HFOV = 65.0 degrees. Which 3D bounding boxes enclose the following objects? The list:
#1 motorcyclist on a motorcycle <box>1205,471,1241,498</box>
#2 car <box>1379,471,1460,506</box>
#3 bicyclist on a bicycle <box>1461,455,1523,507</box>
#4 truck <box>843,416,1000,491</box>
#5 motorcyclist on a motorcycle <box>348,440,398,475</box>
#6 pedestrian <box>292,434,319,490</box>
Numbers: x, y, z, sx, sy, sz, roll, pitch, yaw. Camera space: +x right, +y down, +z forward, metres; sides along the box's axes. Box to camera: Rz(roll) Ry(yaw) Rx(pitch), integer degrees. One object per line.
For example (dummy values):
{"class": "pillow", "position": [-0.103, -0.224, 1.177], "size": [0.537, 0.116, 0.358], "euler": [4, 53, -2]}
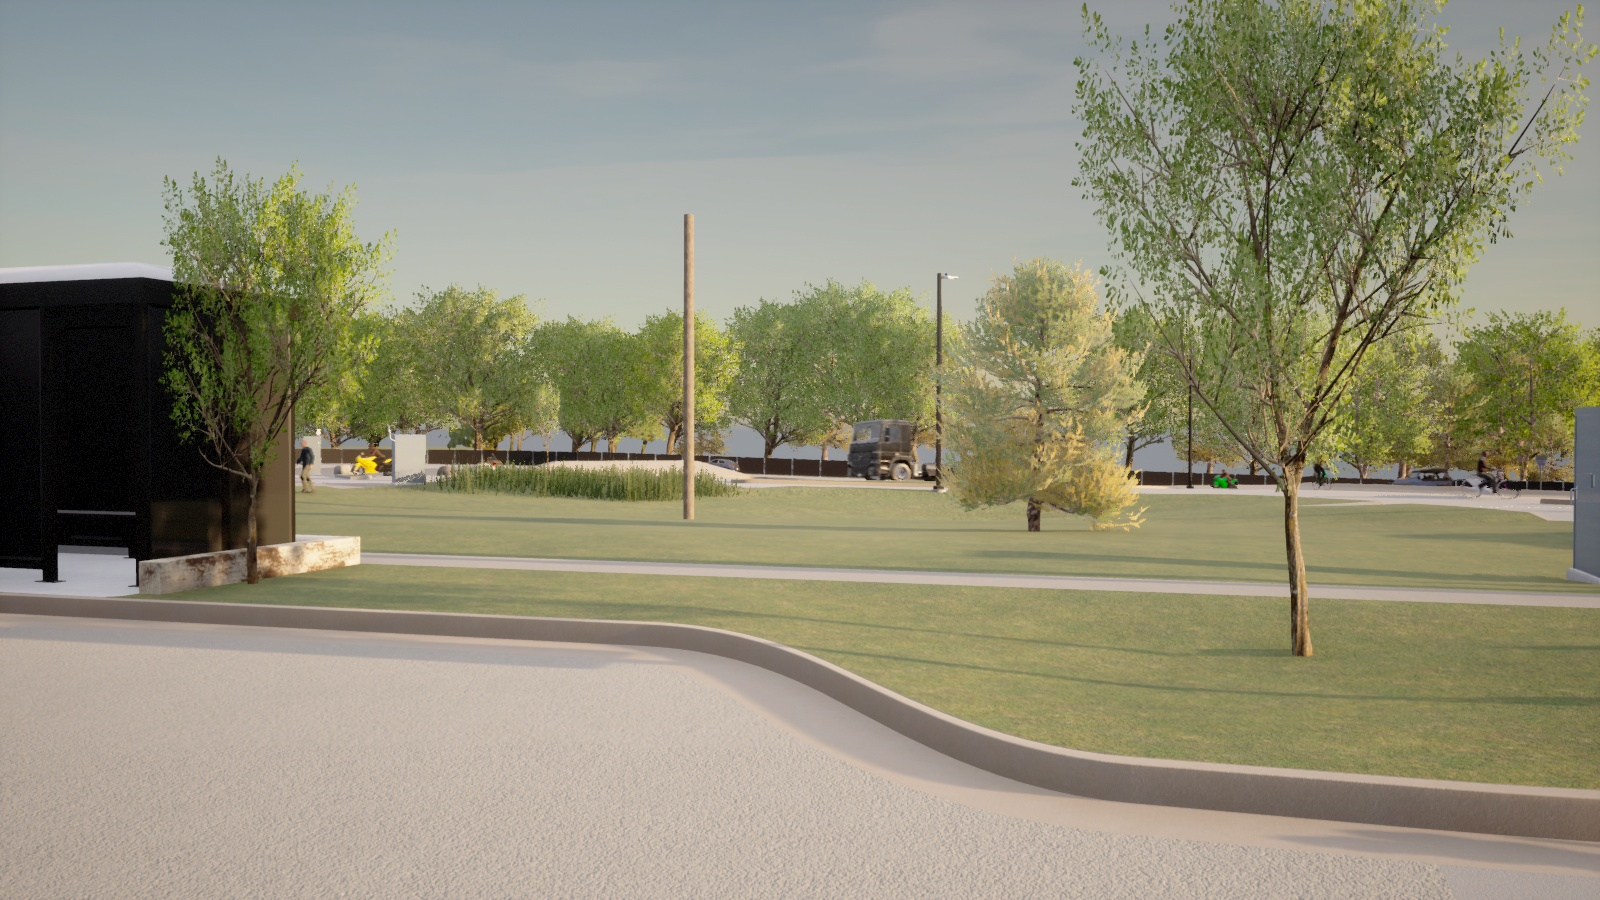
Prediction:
{"class": "motorcyclist on a motorcycle", "position": [26.028, 2.110, 77.266], "size": [2.044, 1.523, 0.797], "euler": [5, -1, -25]}
{"class": "car", "position": [37.285, 2.337, 75.662], "size": [3.866, 1.878, 1.905], "euler": [1, -6, 2]}
{"class": "bicyclist on a bicycle", "position": [24.672, 1.089, 44.794], "size": [1.843, 1.776, 0.659], "euler": [2, 2, 36]}
{"class": "truck", "position": [6.483, 0.260, 66.592], "size": [7.936, 3.462, 2.891], "euler": [4, -4, -29]}
{"class": "motorcyclist on a motorcycle", "position": [-19.309, 0.333, 56.777], "size": [2.044, 1.523, 0.797], "euler": [1, 1, -26]}
{"class": "pedestrian", "position": [-16.328, 0.395, 41.431], "size": [0.402, 1.842, 0.726], "euler": [1, 1, 42]}
